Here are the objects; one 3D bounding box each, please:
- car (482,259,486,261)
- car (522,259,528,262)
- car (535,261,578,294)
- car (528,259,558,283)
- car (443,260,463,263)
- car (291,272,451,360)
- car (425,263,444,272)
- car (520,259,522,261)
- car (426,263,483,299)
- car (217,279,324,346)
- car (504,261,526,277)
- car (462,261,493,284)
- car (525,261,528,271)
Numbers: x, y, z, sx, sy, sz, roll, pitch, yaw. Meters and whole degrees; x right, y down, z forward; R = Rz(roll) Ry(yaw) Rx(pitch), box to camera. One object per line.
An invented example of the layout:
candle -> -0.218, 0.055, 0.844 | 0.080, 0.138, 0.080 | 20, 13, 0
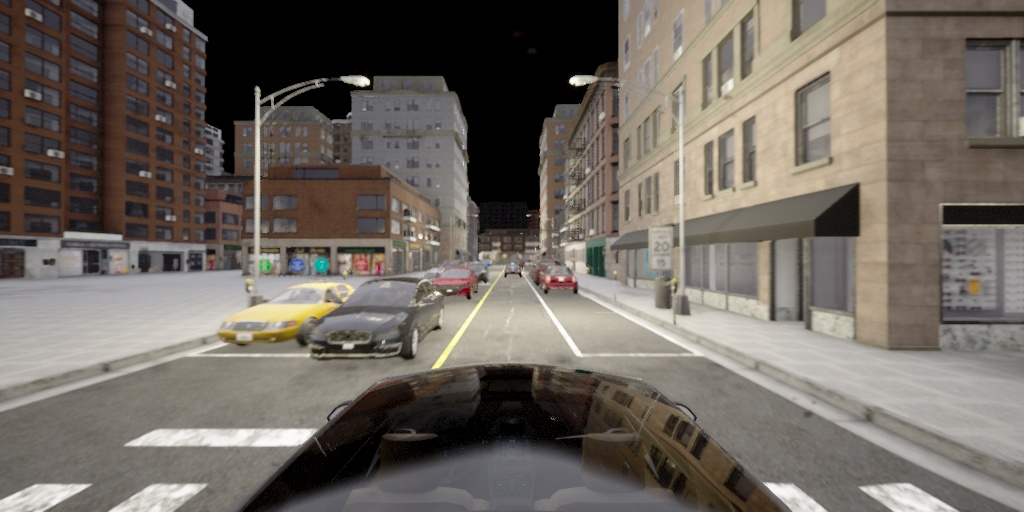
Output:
car -> -5.369, 1.571, 54.919 | 1.751, 1.417, 4.829 | 0, 0, 0
car -> 2.656, 1.590, 55.086 | 2.007, 1.370, 4.403 | 0, 0, 0
car -> 2.644, 1.293, 21.115 | 1.967, 1.591, 4.097 | 0, 0, 0
car -> 2.646, 1.199, 26.777 | 2.192, 1.841, 5.009 | 0, 0, 0
car -> -5.377, 1.237, 32.442 | 2.192, 1.841, 5.009 | 0, 0, 0
car -> -2.826, 1.295, 8.530 | 1.837, 1.490, 4.892 | 0, 0, -1
car -> -5.379, 1.442, 26.780 | 2.007, 1.370, 4.403 | 0, 0, 0
car -> 0.120, 1.601, 54.197 | 1.994, 1.385, 4.181 | 0, 0, 0
car -> -2.846, 1.324, 18.847 | 1.882, 1.535, 5.008 | 0, 0, 0
car -> -5.385, 1.324, 9.624 | 1.751, 1.417, 4.829 | 0, 0, 0
car -> 0.112, 1.499, 38.673 | 2.033, 1.411, 5.357 | 0, 0, 0
car -> -2.827, 1.408, 29.263 | 1.837, 1.490, 4.892 | 0, 0, 0
car -> 2.650, 1.472, 38.270 | 1.751, 1.417, 4.829 | 0, 0, 0
